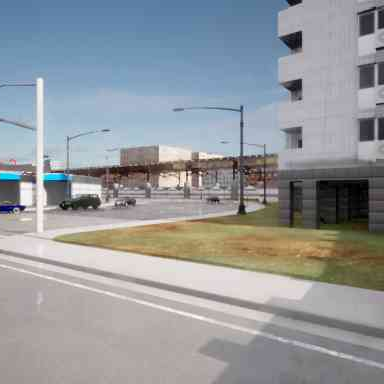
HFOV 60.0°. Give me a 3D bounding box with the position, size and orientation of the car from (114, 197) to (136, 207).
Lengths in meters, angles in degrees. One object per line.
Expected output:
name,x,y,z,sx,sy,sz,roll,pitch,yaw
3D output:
car,-10.295,1.492,51.630,2.128,1.511,4.902,0,0,14

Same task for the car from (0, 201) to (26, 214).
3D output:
car,-19.692,1.601,33.894,1.895,1.301,4.718,0,0,37

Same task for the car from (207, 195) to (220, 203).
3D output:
car,4.410,1.502,69.673,1.837,1.490,4.892,0,0,-12

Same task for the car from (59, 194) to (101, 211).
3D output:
car,-14.058,1.221,42.216,2.150,2.045,5.566,0,0,29
